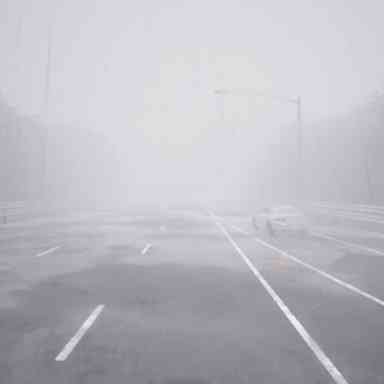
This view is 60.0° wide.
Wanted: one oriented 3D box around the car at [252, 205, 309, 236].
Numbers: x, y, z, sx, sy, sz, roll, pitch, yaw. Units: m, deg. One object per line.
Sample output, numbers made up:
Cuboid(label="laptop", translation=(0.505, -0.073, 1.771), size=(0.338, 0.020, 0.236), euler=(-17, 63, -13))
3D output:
Cuboid(label="car", translation=(4.535, 1.414, 17.520), size=(1.812, 1.442, 4.674), euler=(0, 0, -5))
